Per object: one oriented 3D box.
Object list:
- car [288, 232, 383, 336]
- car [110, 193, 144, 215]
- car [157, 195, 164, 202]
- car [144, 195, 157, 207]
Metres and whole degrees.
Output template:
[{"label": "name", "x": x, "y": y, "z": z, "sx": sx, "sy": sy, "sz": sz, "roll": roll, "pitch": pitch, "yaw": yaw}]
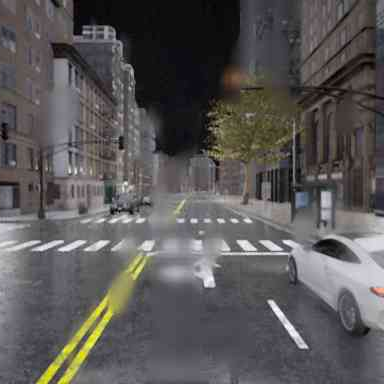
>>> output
[{"label": "car", "x": 3.333, "y": 1.519, "z": 6.531, "sx": 1.812, "sy": 1.442, "sz": 4.674, "roll": 0, "pitch": 0, "yaw": 0}, {"label": "car", "x": -6.657, "y": 1.165, "z": 33.613, "sx": 2.150, "sy": 2.045, "sz": 5.566, "roll": 0, "pitch": 1, "yaw": 1}, {"label": "car", "x": -6.677, "y": 1.319, "z": 67.563, "sx": 2.128, "sy": 1.511, "sz": 4.902, "roll": 0, "pitch": 0, "yaw": 0}, {"label": "car", "x": -6.717, "y": 1.385, "z": 48.957, "sx": 1.882, "sy": 1.535, "sz": 5.008, "roll": 0, "pitch": 0, "yaw": 0}]
